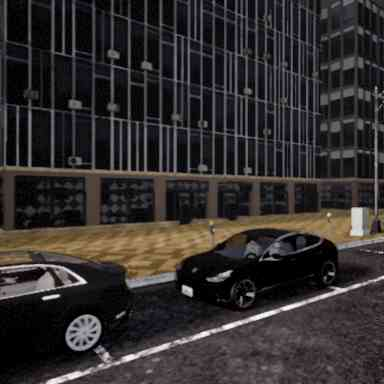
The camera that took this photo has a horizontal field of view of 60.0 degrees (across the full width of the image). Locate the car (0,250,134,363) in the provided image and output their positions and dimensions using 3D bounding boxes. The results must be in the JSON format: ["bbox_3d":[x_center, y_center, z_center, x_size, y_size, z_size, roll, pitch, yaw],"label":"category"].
[{"bbox_3d":[-2.950,1.551,4.452,4.403,1.369,2.008,0,0,-36],"label":"car"}]

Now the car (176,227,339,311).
[{"bbox_3d":[1.684,1.551,7.759,4.313,1.339,1.947,0,0,-36],"label":"car"}]
